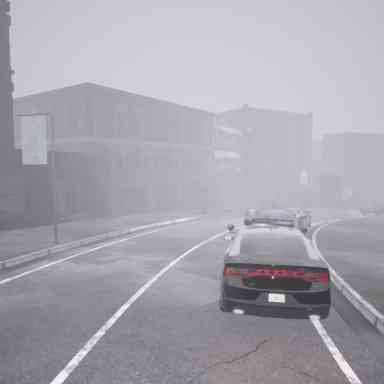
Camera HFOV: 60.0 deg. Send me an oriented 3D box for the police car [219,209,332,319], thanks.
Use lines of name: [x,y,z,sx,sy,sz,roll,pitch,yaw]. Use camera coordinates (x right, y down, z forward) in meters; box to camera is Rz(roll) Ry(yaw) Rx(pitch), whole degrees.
police car: [1.745,1.433,7.663,1.930,1.638,5.238,1,0,10]

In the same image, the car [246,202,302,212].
car: [4.259,1.520,16.678,1.882,1.535,5.008,2,0,21]

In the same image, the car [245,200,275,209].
car: [6.287,1.463,29.155,2.128,1.511,4.902,3,1,35]

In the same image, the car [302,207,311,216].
car: [6.619,1.612,21.847,1.812,1.442,4.674,2,1,28]

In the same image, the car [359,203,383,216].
car: [22.481,2.105,40.376,5.357,1.411,2.033,2,3,-32]
